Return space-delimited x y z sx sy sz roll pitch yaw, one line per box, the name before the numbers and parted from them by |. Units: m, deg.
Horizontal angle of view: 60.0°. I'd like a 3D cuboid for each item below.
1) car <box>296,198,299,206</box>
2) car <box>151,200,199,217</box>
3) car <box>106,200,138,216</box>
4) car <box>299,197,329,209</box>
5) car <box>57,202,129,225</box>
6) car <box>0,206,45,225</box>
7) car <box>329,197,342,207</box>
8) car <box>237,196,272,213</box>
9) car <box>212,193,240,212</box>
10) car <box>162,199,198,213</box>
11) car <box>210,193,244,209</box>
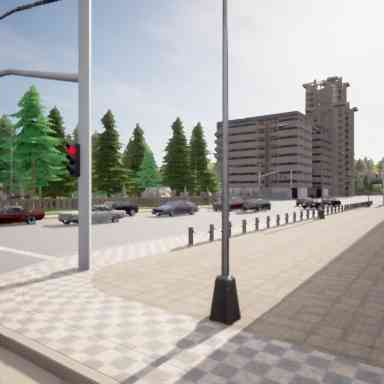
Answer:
car | 17.814 1.500 52.258 1.837 1.490 4.892 0 0 35
car | -1.470 1.542 31.538 2.033 1.411 5.357 0 0 36
car | -7.011 1.471 29.796 1.882 1.535 5.008 0 0 36
car | 16.030 1.597 43.718 1.895 1.301 4.718 0 0 35
car | -7.070 1.595 23.679 1.895 1.301 4.718 0 0 35
car | -12.494 1.594 22.175 1.895 1.301 4.718 0 0 37
car | 21.560 1.544 51.549 2.033 1.411 5.357 0 0 38
car | 7.426 1.486 37.664 2.128 1.511 4.902 0 0 35
car | 4.336 1.346 39.675 2.097 1.767 4.553 0 0 36
car | -1.266 1.557 37.867 1.994 1.385 4.181 0 0 35
car | 4.983 1.215 46.570 2.150 2.045 5.566 0 0 36
